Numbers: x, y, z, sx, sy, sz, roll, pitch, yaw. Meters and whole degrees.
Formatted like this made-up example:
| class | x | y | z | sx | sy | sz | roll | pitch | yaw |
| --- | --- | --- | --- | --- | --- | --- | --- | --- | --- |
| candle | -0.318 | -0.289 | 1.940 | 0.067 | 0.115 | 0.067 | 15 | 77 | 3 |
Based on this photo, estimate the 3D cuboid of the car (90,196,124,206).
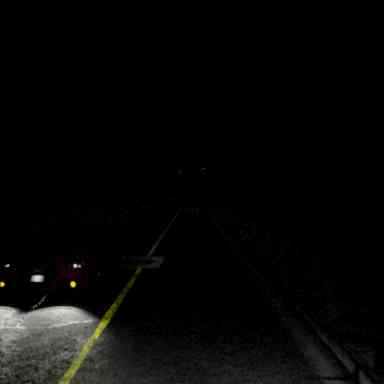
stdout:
| class | x | y | z | sx | sy | sz | roll | pitch | yaw |
| --- | --- | --- | --- | --- | --- | --- | --- | --- | --- |
| car | -12.466 | 1.331 | 49.101 | 4.892 | 1.490 | 1.837 | 0 | -1 | 0 |

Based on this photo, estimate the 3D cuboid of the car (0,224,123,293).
| class | x | y | z | sx | sy | sz | roll | pitch | yaw |
| --- | --- | --- | --- | --- | --- | --- | --- | --- | --- |
| car | -3.103 | 1.543 | 8.675 | 1.994 | 1.385 | 4.181 | 0 | 0 | 0 |
